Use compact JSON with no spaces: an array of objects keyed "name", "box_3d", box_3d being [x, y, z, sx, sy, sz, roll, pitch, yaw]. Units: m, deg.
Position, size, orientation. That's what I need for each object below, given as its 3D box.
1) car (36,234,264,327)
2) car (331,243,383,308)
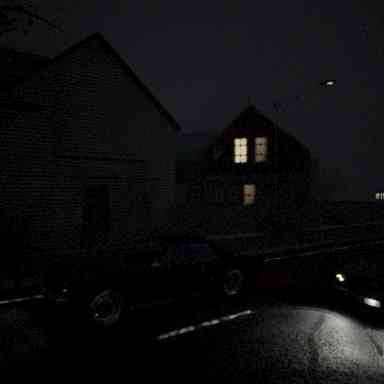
[{"name":"car","box_3d":[-0.709,1.637,7.175,4.718,1.301,1.895,1,0,-36]},{"name":"car","box_3d":[5.430,1.636,7.567,5.357,1.411,2.033,1,0,-36]}]
